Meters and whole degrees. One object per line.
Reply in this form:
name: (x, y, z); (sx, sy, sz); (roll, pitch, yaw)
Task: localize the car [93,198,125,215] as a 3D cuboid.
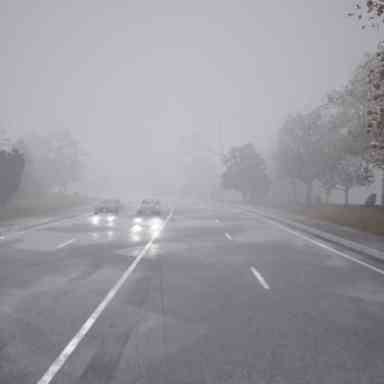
car: (-7.071, 1.235, 28.748); (1.994, 1.385, 4.181); (0, 1, -1)

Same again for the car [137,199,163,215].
car: (-3.575, 1.279, 28.806); (1.895, 1.301, 4.718); (0, 1, -1)
